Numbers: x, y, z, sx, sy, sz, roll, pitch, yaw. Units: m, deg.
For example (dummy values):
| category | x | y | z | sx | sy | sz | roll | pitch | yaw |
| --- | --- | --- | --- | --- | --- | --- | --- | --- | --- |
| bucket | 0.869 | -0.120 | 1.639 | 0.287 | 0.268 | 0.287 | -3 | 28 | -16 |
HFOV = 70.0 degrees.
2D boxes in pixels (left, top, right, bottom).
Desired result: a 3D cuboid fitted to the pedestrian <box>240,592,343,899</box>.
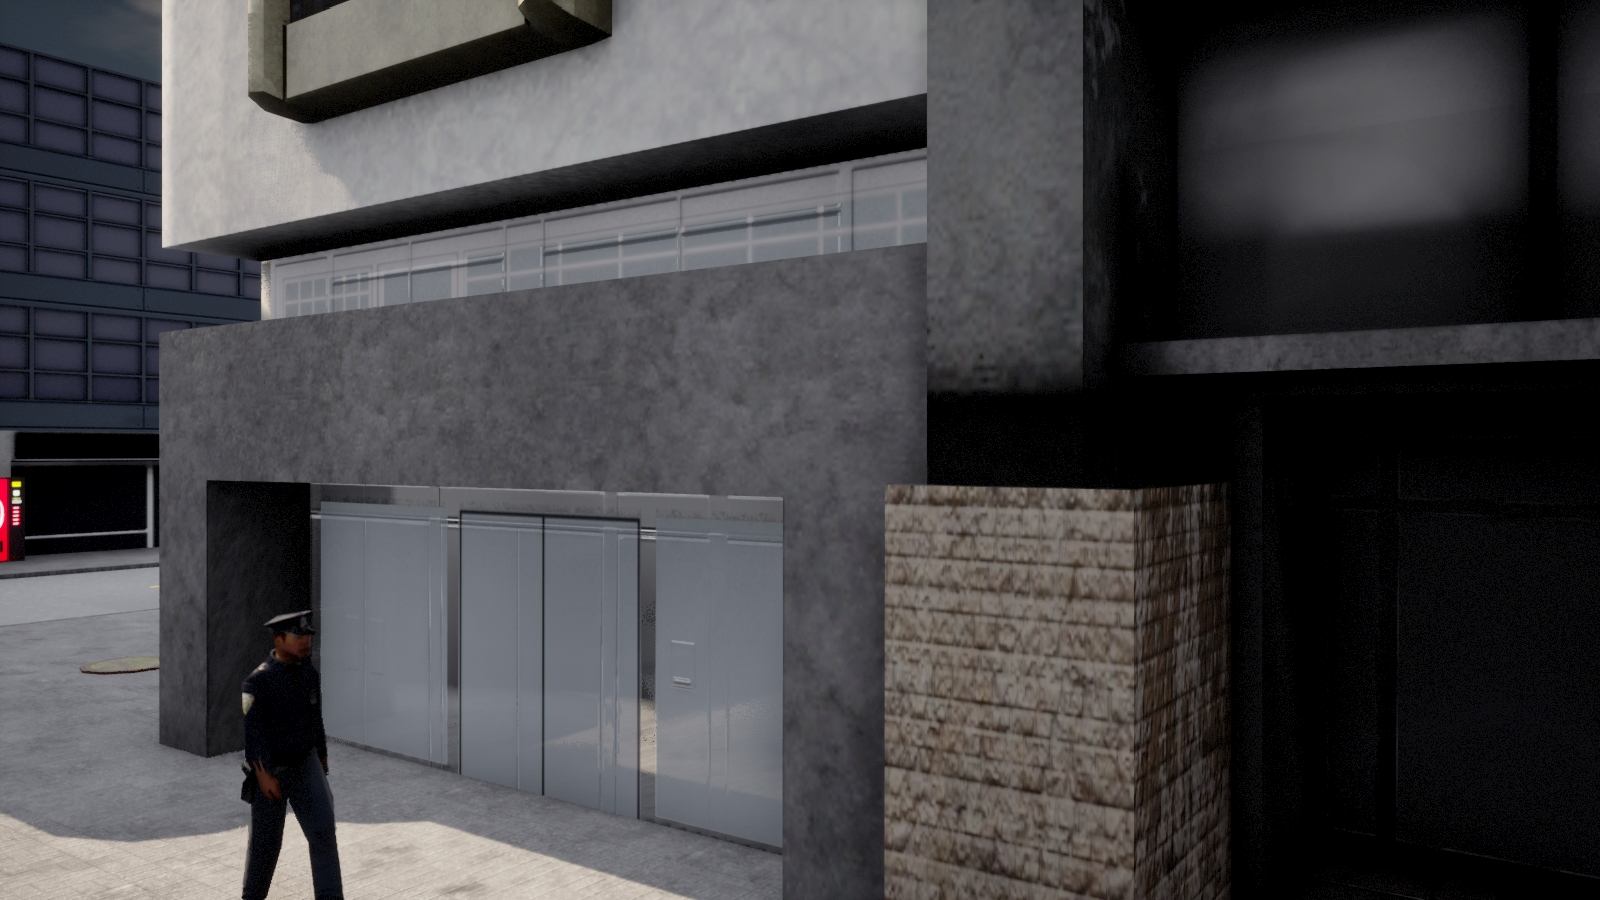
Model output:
| category | x | y | z | sx | sy | sz | roll | pitch | yaw |
| --- | --- | --- | --- | --- | --- | --- | --- | --- | --- |
| pedestrian | -2.802 | 1.744 | 6.303 | 0.375 | 1.860 | 0.375 | 0 | 0 | 33 |
